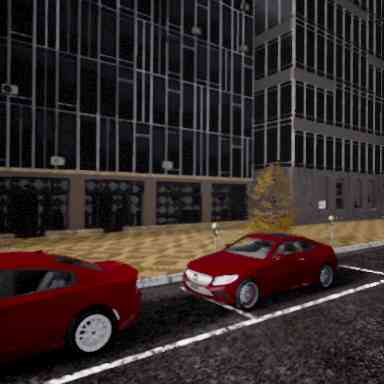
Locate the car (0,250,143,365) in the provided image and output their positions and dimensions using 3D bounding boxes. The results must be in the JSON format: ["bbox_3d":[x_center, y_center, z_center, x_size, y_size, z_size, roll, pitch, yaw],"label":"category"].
[{"bbox_3d":[-2.878,1.546,4.505,4.507,1.381,1.887,1,0,-35],"label":"car"}]

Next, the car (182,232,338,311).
[{"bbox_3d":[1.761,1.628,7.806,4.206,1.307,1.802,1,0,-35],"label":"car"}]
